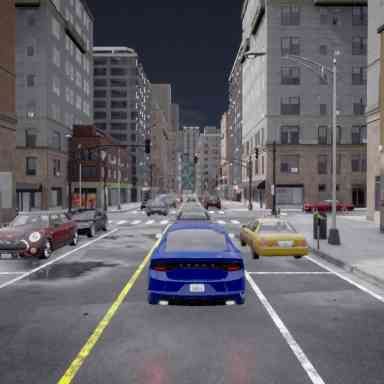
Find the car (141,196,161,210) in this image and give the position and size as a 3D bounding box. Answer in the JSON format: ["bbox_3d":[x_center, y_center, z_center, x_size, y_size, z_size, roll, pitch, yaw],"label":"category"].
[{"bbox_3d":[-5.746,1.602,44.577,1.947,1.339,4.313,-1,0,0],"label":"car"}]

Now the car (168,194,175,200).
[{"bbox_3d":[-5.825,1.513,94.849,1.967,1.590,4.097,-1,0,0],"label":"car"}]

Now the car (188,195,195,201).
[{"bbox_3d":[-0.131,1.538,84.471,1.895,1.301,4.718,0,0,0],"label":"car"}]

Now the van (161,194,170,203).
[{"bbox_3d":[-5.792,1.403,72.506,1.690,1.788,3.998,-1,0,0],"label":"van"}]

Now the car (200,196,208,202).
[{"bbox_3d":[2.735,1.590,78.275,1.752,1.417,4.829,-1,0,0],"label":"car"}]

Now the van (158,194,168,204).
[{"bbox_3d":[-5.783,1.399,66.920,1.690,1.788,3.998,-1,0,0],"label":"van"}]

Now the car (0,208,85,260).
[{"bbox_3d":[-5.696,1.442,12.207,1.967,1.590,4.097,-1,0,0],"label":"car"}]

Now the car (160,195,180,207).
[{"bbox_3d":[-3.171,1.545,47.910,1.837,1.490,4.892,0,0,0],"label":"car"}]

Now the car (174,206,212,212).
[{"bbox_3d":[0.073,1.606,17.489,1.895,1.301,4.718,0,0,0],"label":"car"}]

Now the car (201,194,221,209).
[{"bbox_3d":[2.777,1.351,44.589,2.192,1.841,5.009,-1,0,0],"label":"car"}]

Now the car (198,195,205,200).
[{"bbox_3d":[2.714,1.624,94.862,2.008,1.369,4.403,-1,0,0],"label":"car"}]

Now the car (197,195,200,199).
[{"bbox_3d":[2.747,1.372,66.933,2.192,1.841,5.009,-1,0,0],"label":"car"}]

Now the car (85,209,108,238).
[{"bbox_3d":[-5.704,1.571,17.703,1.947,1.339,4.313,-1,0,0],"label":"car"}]

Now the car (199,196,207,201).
[{"bbox_3d":[2.728,1.634,83.691,1.947,1.339,4.313,-1,0,0],"label":"car"}]

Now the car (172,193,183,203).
[{"bbox_3d":[-3.112,1.286,71.942,2.150,2.045,5.566,0,0,0],"label":"car"}]

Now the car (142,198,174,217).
[{"bbox_3d":[-3.152,1.573,31.586,2.033,1.411,5.357,0,0,0],"label":"car"}]

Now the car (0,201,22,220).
[{"bbox_3d":[-18.073,1.665,29.486,5.008,1.535,1.882,-1,1,-1],"label":"car"}]

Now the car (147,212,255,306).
[{"bbox_3d":[0.084,1.478,8.126,1.882,1.535,5.008,0,0,0],"label":"car"}]

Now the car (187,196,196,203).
[{"bbox_3d":[-0.115,1.580,74.019,2.128,1.511,4.902,0,0,0],"label":"car"}]

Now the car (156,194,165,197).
[{"bbox_3d":[-5.764,1.573,55.578,1.752,1.417,4.829,-1,0,0],"label":"car"}]

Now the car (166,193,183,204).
[{"bbox_3d":[-3.164,1.404,61.060,2.097,1.767,4.553,0,0,0],"label":"car"}]

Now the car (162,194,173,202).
[{"bbox_3d":[-5.801,1.380,78.092,2.192,1.841,5.009,-1,0,0],"label":"car"}]

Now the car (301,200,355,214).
[{"bbox_3d":[13.308,1.458,32.848,4.718,1.301,1.895,-1,1,-1],"label":"car"}]

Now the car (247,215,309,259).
[{"bbox_3d":[2.829,1.527,12.391,1.752,1.417,4.829,-1,0,0],"label":"car"}]
